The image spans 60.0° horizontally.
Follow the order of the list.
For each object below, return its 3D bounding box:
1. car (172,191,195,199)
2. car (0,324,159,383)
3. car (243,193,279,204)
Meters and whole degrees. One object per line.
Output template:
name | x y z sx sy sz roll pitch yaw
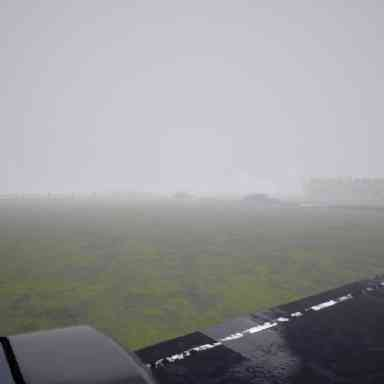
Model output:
car | -1.722 0.592 62.020 2.033 1.411 5.357 -1 2 -36
car | -2.568 1.558 1.241 5.357 1.411 2.033 -1 0 -35
car | 9.500 0.870 46.241 2.033 1.411 5.357 -1 2 -36
